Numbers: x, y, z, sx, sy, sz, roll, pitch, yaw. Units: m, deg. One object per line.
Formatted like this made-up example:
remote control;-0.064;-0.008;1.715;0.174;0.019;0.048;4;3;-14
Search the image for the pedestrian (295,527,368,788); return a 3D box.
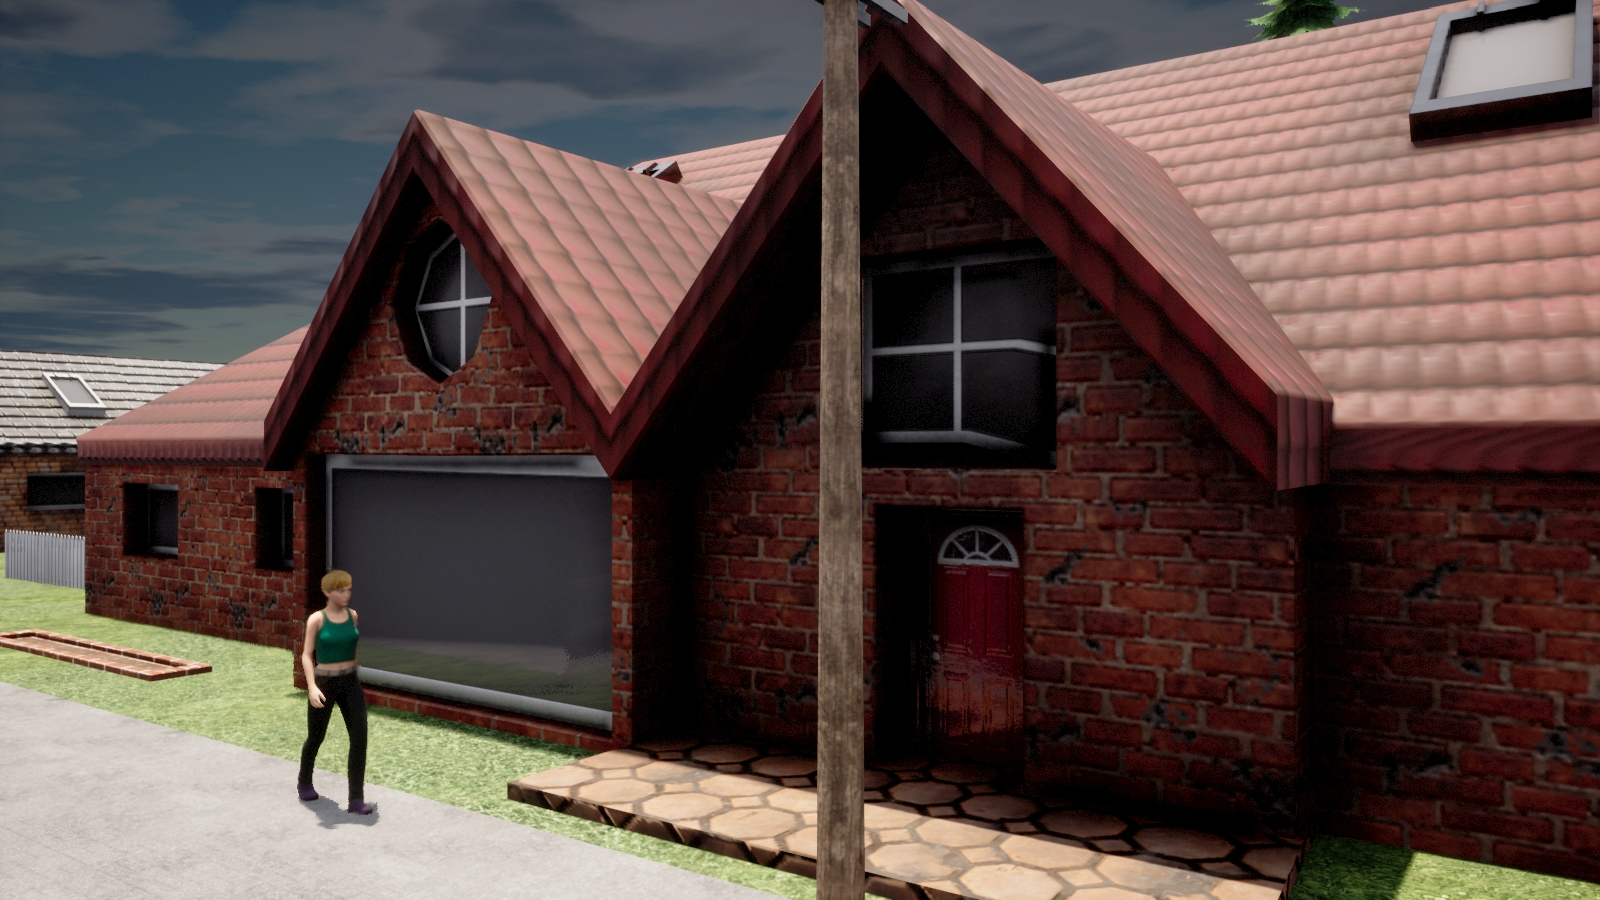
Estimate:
pedestrian;-3.503;1.524;8.546;0.375;1.860;0.375;0;0;40
